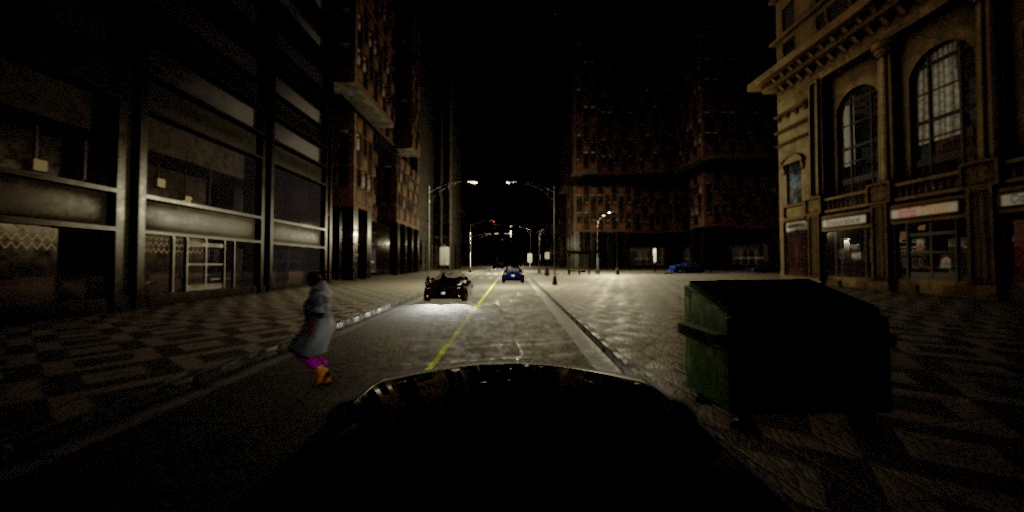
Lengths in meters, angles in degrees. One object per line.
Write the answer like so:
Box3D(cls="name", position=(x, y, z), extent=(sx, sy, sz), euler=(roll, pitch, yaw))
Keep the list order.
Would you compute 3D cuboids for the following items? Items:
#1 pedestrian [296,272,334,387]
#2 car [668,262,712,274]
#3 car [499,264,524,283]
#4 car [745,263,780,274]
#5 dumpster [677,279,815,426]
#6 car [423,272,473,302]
Box3D(cls="pedestrian", position=(-3.038, 1.087, 5.615), extent=(0.375, 1.860, 0.375), euler=(1, -2, -10))
Box3D(cls="car", position=(21.826, 1.543, 43.931), extent=(5.008, 1.535, 1.882), euler=(0, -1, 0))
Box3D(cls="car", position=(0.102, 1.664, 32.432), extent=(1.994, 1.385, 4.181), euler=(0, -1, 0))
Box3D(cls="car", position=(33.723, 1.619, 47.119), extent=(5.357, 1.411, 2.033), euler=(0, -1, 0))
Box3D(cls="dumpster", position=(3.136, 1.187, 5.318), extent=(1.020, 1.700, 1.940), euler=(0, 0, 0))
Box3D(cls="car", position=(-3.090, 1.500, 18.100), extent=(1.994, 1.385, 4.181), euler=(0, -1, 0))
